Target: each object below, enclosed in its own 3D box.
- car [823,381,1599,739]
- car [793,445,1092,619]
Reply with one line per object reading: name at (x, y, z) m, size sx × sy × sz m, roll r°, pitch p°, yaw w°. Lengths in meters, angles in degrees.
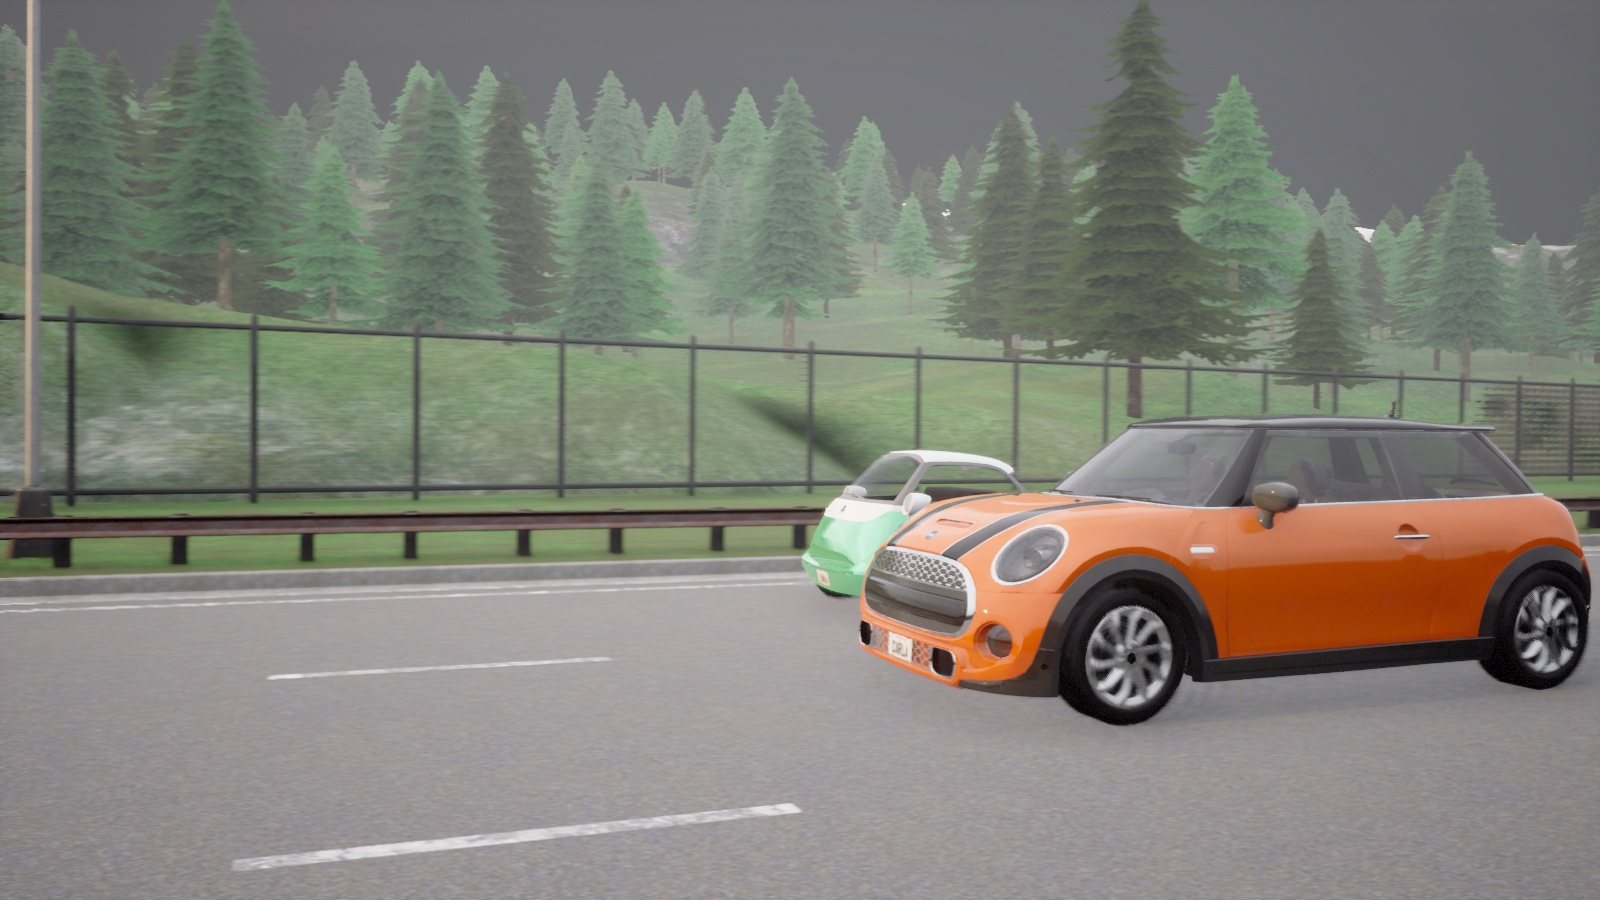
car at (2.658, 0.497, 7.990) m, size 4.553 × 1.767 × 2.097 m, roll -1°, pitch 1°, yaw -21°
car at (1.237, 0.657, 11.197) m, size 2.207 × 1.376 × 1.481 m, roll -1°, pitch 1°, yaw -21°
